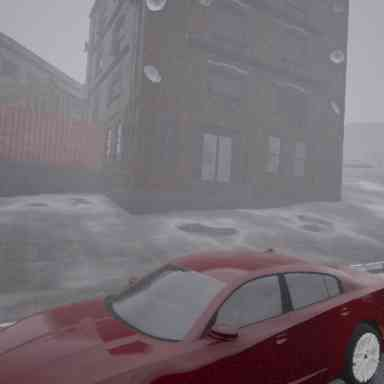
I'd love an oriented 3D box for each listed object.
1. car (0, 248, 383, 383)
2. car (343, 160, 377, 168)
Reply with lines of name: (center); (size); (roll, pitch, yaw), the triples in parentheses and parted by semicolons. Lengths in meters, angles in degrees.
car: (0.320, 1.492, 3.877); (5.008, 1.535, 1.882); (0, -1, -33)
car: (20.982, -3.284, 42.395); (4.553, 1.767, 2.185); (2, -3, 14)
